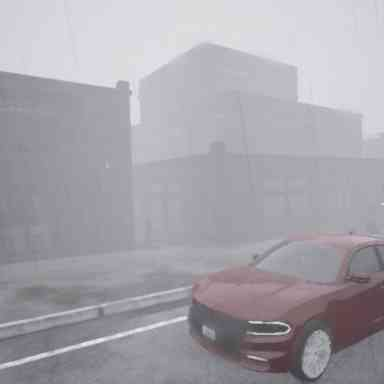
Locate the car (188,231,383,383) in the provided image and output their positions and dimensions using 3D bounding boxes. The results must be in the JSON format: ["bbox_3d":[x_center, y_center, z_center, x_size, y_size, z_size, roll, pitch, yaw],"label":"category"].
[{"bbox_3d":[2.243,1.474,5.588,5.008,1.535,1.882,0,0,-35],"label":"car"}]
